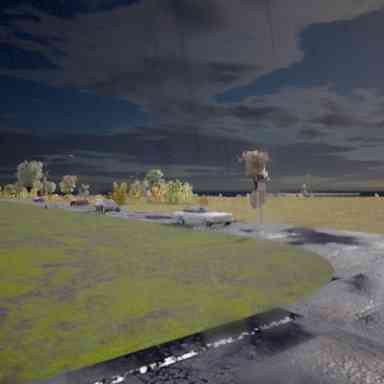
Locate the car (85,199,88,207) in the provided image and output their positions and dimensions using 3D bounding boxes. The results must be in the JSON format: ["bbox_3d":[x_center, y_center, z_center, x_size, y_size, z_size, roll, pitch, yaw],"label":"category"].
[{"bbox_3d":[-13.242,1.608,47.669,1.882,1.535,5.008,0,0,-34],"label":"car"}]

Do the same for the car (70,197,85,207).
[{"bbox_3d":[-19.019,1.644,55.762,1.882,1.535,5.008,0,0,-35],"label":"car"}]

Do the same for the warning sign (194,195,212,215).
[{"bbox_3d":[1.065,1.180,31.592,1.300,1.860,1.060,0,0,-35],"label":"warning sign"}]

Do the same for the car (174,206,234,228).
[{"bbox_3d":[0.735,1.649,22.869,1.895,1.301,4.718,0,0,-35],"label":"car"}]

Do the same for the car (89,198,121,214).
[{"bbox_3d":[-9.618,1.605,37.533,1.837,1.490,4.892,0,0,-35],"label":"car"}]
